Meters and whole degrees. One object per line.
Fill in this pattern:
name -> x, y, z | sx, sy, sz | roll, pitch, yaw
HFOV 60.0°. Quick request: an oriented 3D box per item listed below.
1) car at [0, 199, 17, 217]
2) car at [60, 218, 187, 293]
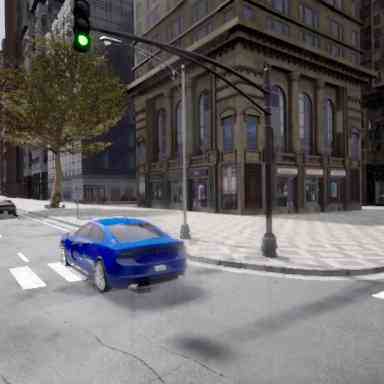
car -> -17.114, 1.438, 30.004 | 1.837, 1.490, 4.892 | -1, 1, -36
car -> -2.102, 1.444, 8.995 | 1.882, 1.535, 5.008 | -1, 1, -36
